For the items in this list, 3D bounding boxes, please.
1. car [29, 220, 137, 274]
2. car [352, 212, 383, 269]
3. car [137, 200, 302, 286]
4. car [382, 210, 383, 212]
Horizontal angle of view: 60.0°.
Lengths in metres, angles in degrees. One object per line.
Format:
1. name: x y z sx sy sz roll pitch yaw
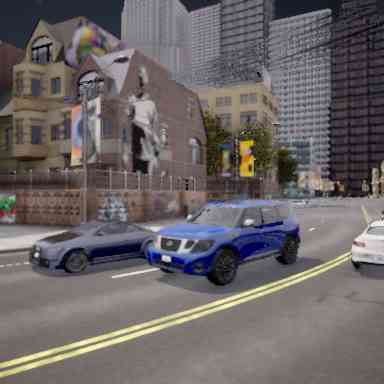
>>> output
1. car: -3.012 1.636 10.958 4.181 1.385 1.994 0 0 -43
2. car: 6.475 1.594 10.509 1.812 1.442 4.674 0 0 41
3. car: 1.296 1.286 10.141 2.150 2.045 5.566 0 0 44
4. car: 15.913 1.764 25.827 1.895 1.301 4.718 0 0 27
